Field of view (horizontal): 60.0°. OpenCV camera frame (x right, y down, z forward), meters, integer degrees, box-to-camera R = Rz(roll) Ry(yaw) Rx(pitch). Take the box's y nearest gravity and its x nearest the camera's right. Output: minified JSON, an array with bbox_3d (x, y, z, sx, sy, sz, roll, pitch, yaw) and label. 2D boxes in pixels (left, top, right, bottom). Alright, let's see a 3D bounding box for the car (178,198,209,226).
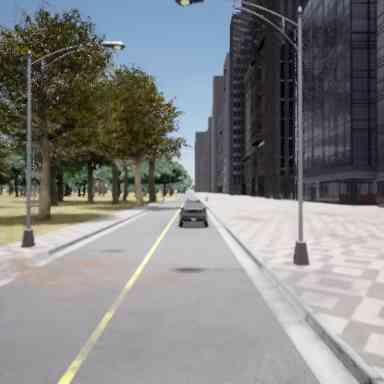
[{"bbox_3d":[0.102,1.432,22.991,1.837,1.490,4.892,0,0,0],"label":"car"}]
